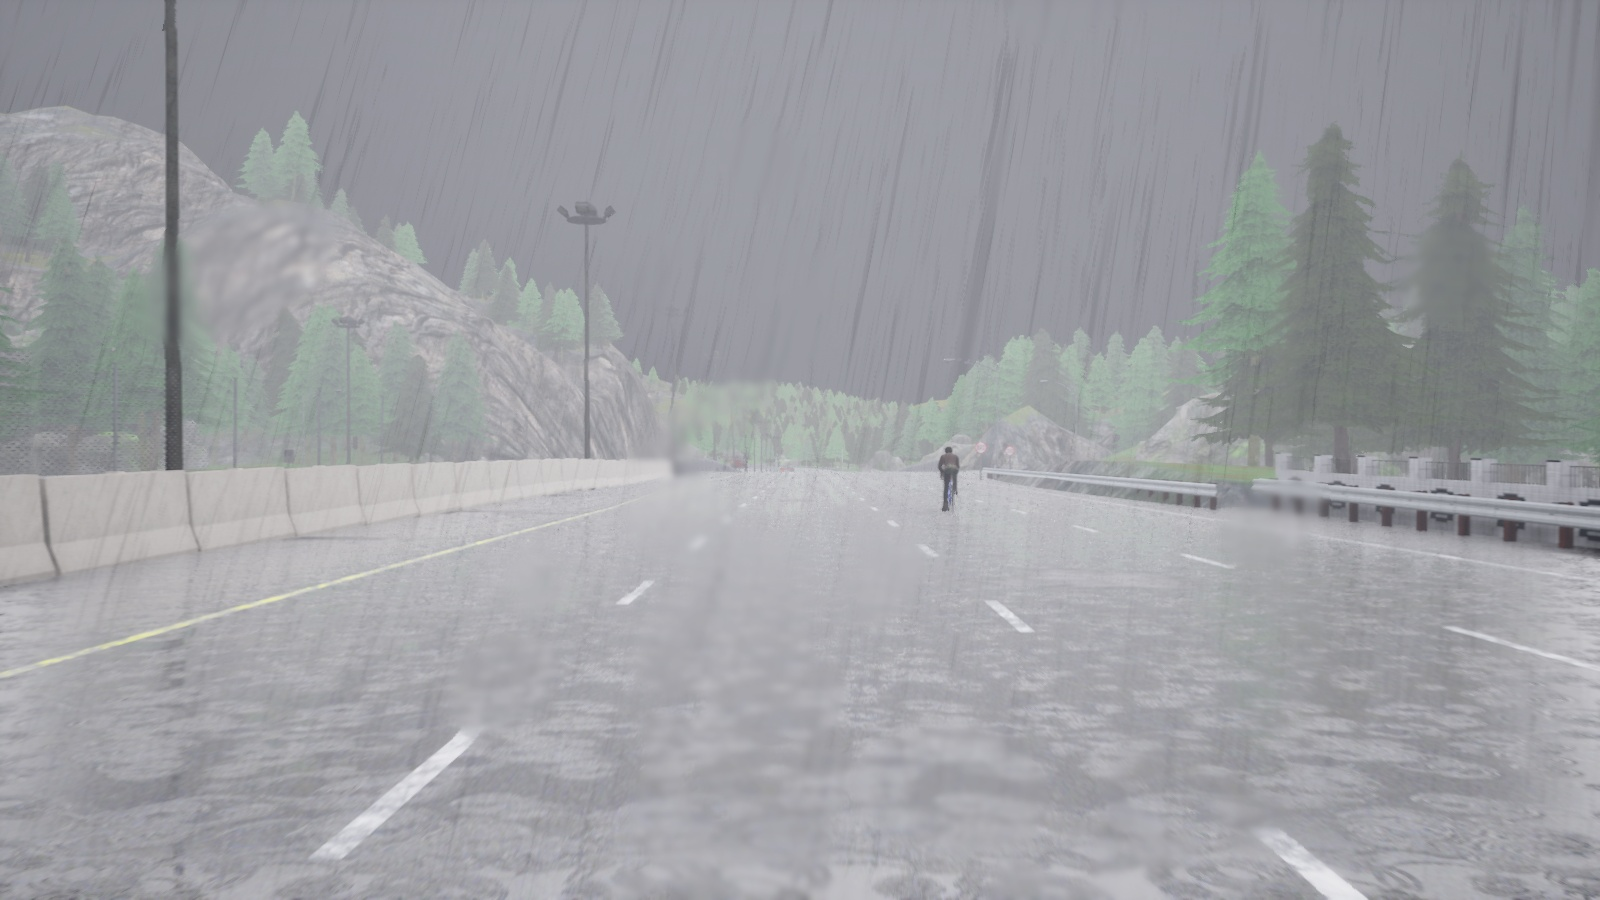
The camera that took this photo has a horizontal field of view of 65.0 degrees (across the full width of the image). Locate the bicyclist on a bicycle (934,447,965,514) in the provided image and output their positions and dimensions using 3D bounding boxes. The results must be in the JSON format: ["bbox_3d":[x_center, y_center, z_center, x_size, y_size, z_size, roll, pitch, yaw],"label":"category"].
[{"bbox_3d":[3.692,0.748,31.119,0.582,1.620,1.656,0,-1,0],"label":"bicyclist on a bicycle"}]
